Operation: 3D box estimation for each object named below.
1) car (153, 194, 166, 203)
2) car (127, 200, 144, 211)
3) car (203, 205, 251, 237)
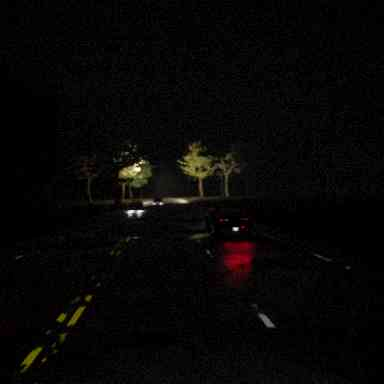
[{"bbox_3d":[-7.588,1.627,74.540,1.882,1.535,5.008,-1,0,-2],"label":"car"},{"bbox_3d":[-7.761,1.784,46.080,1.994,1.385,4.181,-1,0,-3],"label":"car"},{"bbox_3d":[1.798,1.485,18.000,1.837,1.490,4.892,-1,0,-6],"label":"car"}]
